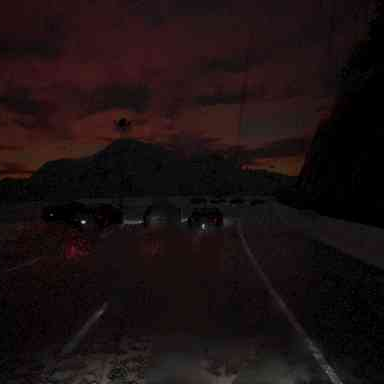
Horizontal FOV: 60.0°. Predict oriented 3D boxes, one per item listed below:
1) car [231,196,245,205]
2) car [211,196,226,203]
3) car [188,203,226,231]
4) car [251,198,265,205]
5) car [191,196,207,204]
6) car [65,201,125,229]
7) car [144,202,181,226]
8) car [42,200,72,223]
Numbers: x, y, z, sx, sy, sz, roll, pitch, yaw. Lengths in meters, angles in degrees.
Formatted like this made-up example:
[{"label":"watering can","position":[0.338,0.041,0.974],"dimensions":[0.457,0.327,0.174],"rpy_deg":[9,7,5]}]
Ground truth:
[{"label":"car","position":[8.882,1.633,63.790],"dimensions":[1.837,1.490,4.892],"rpy_deg":[0,0,23]},{"label":"car","position":[5.173,1.580,63.956],"dimensions":[1.837,1.490,4.892],"rpy_deg":[0,0,22]},{"label":"car","position":[0.987,1.615,20.901],"dimensions":[1.895,1.301,4.718],"rpy_deg":[1,0,8]},{"label":"car","position":[12.642,1.747,63.720],"dimensions":[1.994,1.385,4.181],"rpy_deg":[1,0,23]},{"label":"car","position":[1.413,1.512,63.951],"dimensions":[2.128,1.511,4.902],"rpy_deg":[1,0,22]},{"label":"car","position":[-5.725,1.422,20.856],"dimensions":[1.837,1.490,4.892],"rpy_deg":[0,0,7]},{"label":"car","position":[-1.953,1.476,22.985],"dimensions":[1.837,1.490,4.892],"rpy_deg":[0,0,8]},{"label":"car","position":[-8.854,1.349,24.238],"dimensions":[1.882,1.535,5.008],"rpy_deg":[0,0,8]}]
